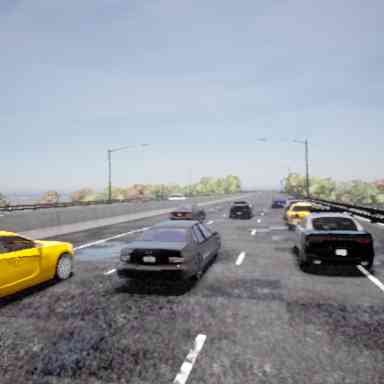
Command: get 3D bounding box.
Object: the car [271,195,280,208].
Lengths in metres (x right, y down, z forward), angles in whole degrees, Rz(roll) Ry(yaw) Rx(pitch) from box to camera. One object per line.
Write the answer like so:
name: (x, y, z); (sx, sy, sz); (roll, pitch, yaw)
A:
car: (11.544, 1.422, 44.203); (1.994, 1.385, 4.181); (-1, 0, 14)

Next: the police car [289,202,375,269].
police car: (4.480, 1.359, 11.134); (1.930, 1.638, 5.238); (-1, 0, 14)

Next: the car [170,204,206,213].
car: (-0.248, 1.607, 25.180); (2.033, 1.411, 5.357); (-1, 0, 14)

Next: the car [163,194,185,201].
car: (-2.796, 1.401, 59.391); (2.150, 2.045, 5.566); (-1, 0, 14)

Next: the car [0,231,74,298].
car: (-4.628, 1.588, 7.380); (1.882, 1.535, 5.008); (-1, 0, 14)

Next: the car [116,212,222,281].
car: (-0.372, 1.577, 10.028); (2.033, 1.411, 5.357); (-1, 0, 14)

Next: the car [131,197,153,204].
car: (-9.557, 1.675, 61.166); (2.097, 1.767, 4.553); (-1, 0, 14)

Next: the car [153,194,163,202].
car: (-5.613, 1.466, 62.500); (2.150, 2.045, 5.566); (-1, 0, 14)

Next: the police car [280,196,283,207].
police car: (8.303, 1.314, 26.670); (1.930, 1.638, 5.238); (-1, 0, 14)

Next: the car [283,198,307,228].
car: (6.889, 1.361, 20.921); (1.801, 1.575, 5.366); (-1, 0, 14)

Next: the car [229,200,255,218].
car: (4.431, 1.478, 29.553); (1.837, 1.490, 4.892); (-1, 0, 14)

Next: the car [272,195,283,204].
car: (15.995, 1.351, 62.313); (2.033, 1.411, 5.357); (-1, 0, 14)
